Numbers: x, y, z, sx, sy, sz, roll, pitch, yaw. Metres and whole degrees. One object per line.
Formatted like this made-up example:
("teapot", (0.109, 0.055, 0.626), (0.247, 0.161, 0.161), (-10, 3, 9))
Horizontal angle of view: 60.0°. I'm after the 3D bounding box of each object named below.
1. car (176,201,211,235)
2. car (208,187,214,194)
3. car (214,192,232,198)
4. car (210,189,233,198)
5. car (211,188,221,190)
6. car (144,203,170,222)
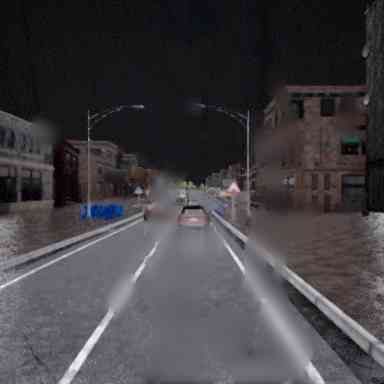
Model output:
("car", (0.102, 1.561, 19.883), (2.033, 1.649, 4.856), (0, -1, 0))
("car", (8.155, 0.257, 94.303), (5.566, 2.045, 2.435), (0, 2, -1))
("car", (8.192, 0.736, 88.806), (4.674, 1.452, 2.002), (0, 2, -1))
("car", (8.034, 0.793, 86.046), (5.366, 1.575, 1.946), (0, 2, -1))
("car", (8.125, 0.475, 91.553), (4.553, 1.767, 2.185), (0, 2, -1))
("car", (-3.020, 1.707, 29.214), (1.882, 1.535, 5.008), (0, -1, 1))
